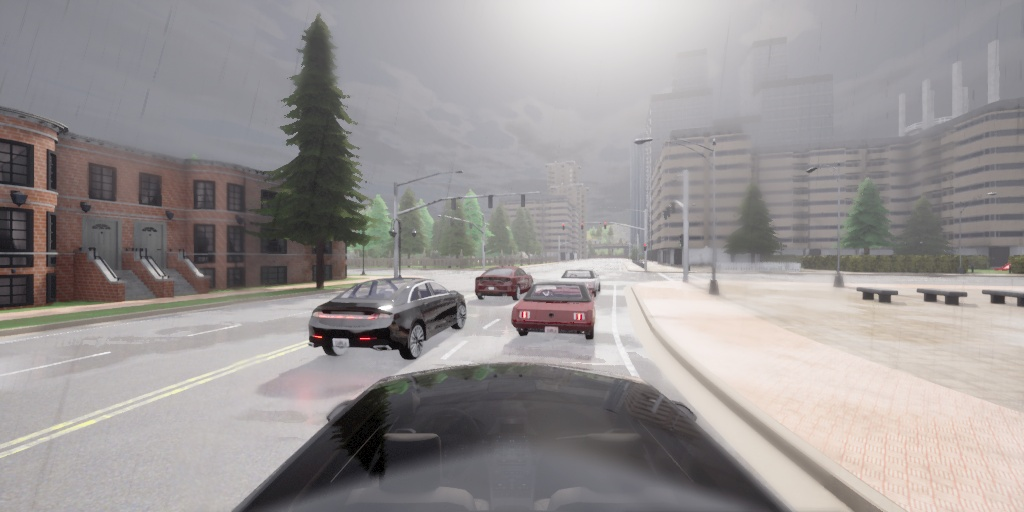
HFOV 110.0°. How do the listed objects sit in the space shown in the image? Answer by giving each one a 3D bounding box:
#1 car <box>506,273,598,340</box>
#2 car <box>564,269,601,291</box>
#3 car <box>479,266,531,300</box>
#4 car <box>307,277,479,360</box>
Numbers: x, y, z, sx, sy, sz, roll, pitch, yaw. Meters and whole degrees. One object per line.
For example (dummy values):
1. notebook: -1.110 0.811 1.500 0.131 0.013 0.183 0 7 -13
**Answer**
1. car: 1.381 1.351 10.098 1.895 1.301 4.718 0 0 13
2. car: 3.634 1.351 18.986 1.895 1.301 4.718 0 0 17
3. car: -0.237 1.228 17.645 1.882 1.535 5.008 0 0 15
4. car: -2.491 1.241 8.428 2.128 1.511 4.902 0 0 9
